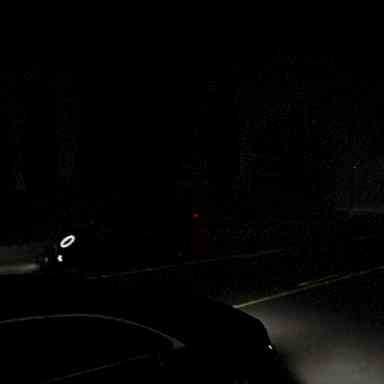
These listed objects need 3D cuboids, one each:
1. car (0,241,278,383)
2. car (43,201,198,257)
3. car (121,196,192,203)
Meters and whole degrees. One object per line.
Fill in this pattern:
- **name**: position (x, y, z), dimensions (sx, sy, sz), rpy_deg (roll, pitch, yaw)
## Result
- **car**: position (-1.349, 1.505, 2.784), dimensions (4.892, 1.490, 1.837), rpy_deg (0, 0, -35)
- **car**: position (-2.337, 1.353, 10.860), dimensions (4.553, 1.767, 2.097), rpy_deg (0, 0, -35)
- **car**: position (-2.312, 1.227, 15.151), dimensions (5.566, 2.045, 2.150), rpy_deg (0, 0, -35)
